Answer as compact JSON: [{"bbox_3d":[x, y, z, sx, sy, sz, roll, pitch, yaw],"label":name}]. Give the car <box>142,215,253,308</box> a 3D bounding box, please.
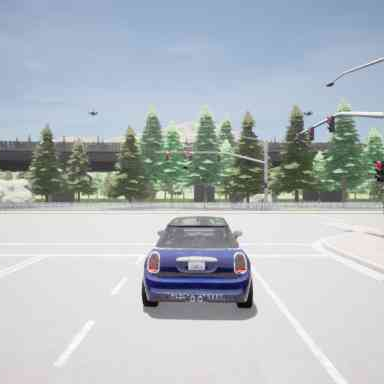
[{"bbox_3d":[0.177,1.352,8.102,2.097,1.767,4.553,0,0,3],"label":"car"}]
